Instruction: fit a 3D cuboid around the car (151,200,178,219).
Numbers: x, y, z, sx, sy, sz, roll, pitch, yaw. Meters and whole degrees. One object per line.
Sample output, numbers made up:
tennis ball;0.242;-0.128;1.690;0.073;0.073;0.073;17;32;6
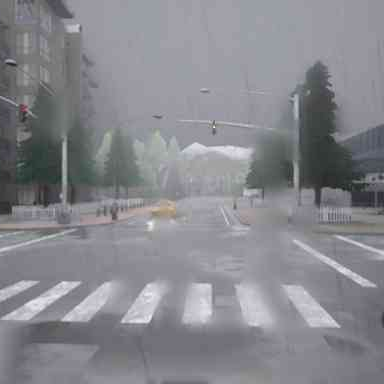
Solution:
car;-2.342;1.519;29.047;1.882;1.535;5.008;0;1;4

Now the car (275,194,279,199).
car;22.280;1.315;89.935;1.970;1.475;3.806;0;0;4

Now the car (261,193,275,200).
car;18.741;1.313;82.764;1.845;1.501;3.633;0;0;4
